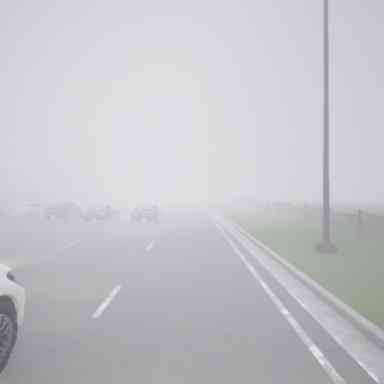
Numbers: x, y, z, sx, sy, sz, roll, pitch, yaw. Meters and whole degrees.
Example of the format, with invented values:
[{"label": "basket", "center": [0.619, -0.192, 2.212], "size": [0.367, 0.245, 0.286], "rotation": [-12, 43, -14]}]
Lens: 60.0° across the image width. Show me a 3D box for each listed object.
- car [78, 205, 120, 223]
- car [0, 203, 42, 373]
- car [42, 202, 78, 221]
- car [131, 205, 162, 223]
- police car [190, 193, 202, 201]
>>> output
[{"label": "car", "center": [-6.899, 1.645, 25.674], "size": [1.895, 1.301, 4.718], "rotation": [0, 0, 0]}, {"label": "car", "center": [-3.401, 1.226, 2.272], "size": [2.150, 2.045, 5.566], "rotation": [0, 0, 0]}, {"label": "car", "center": [-10.398, 1.551, 27.277], "size": [1.837, 1.490, 4.892], "rotation": [0, 0, 0]}, {"label": "car", "center": [-3.398, 1.645, 25.674], "size": [1.895, 1.301, 4.718], "rotation": [0, 0, 0]}, {"label": "police car", "center": [1.055, 1.583, 92.610], "size": [1.930, 1.638, 5.238], "rotation": [0, 0, 0]}]
